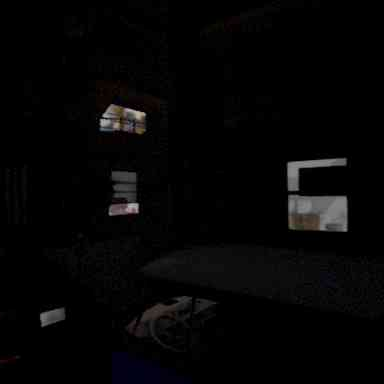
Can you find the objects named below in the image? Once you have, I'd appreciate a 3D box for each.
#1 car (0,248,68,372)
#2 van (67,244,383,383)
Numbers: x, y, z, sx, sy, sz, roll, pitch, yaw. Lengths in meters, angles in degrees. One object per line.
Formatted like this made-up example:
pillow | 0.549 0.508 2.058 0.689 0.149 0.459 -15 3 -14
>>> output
car | -3.406 1.577 5.319 4.313 1.339 1.947 0 -1 36
van | 1.191 1.341 2.042 3.998 1.788 1.690 0 -1 36
